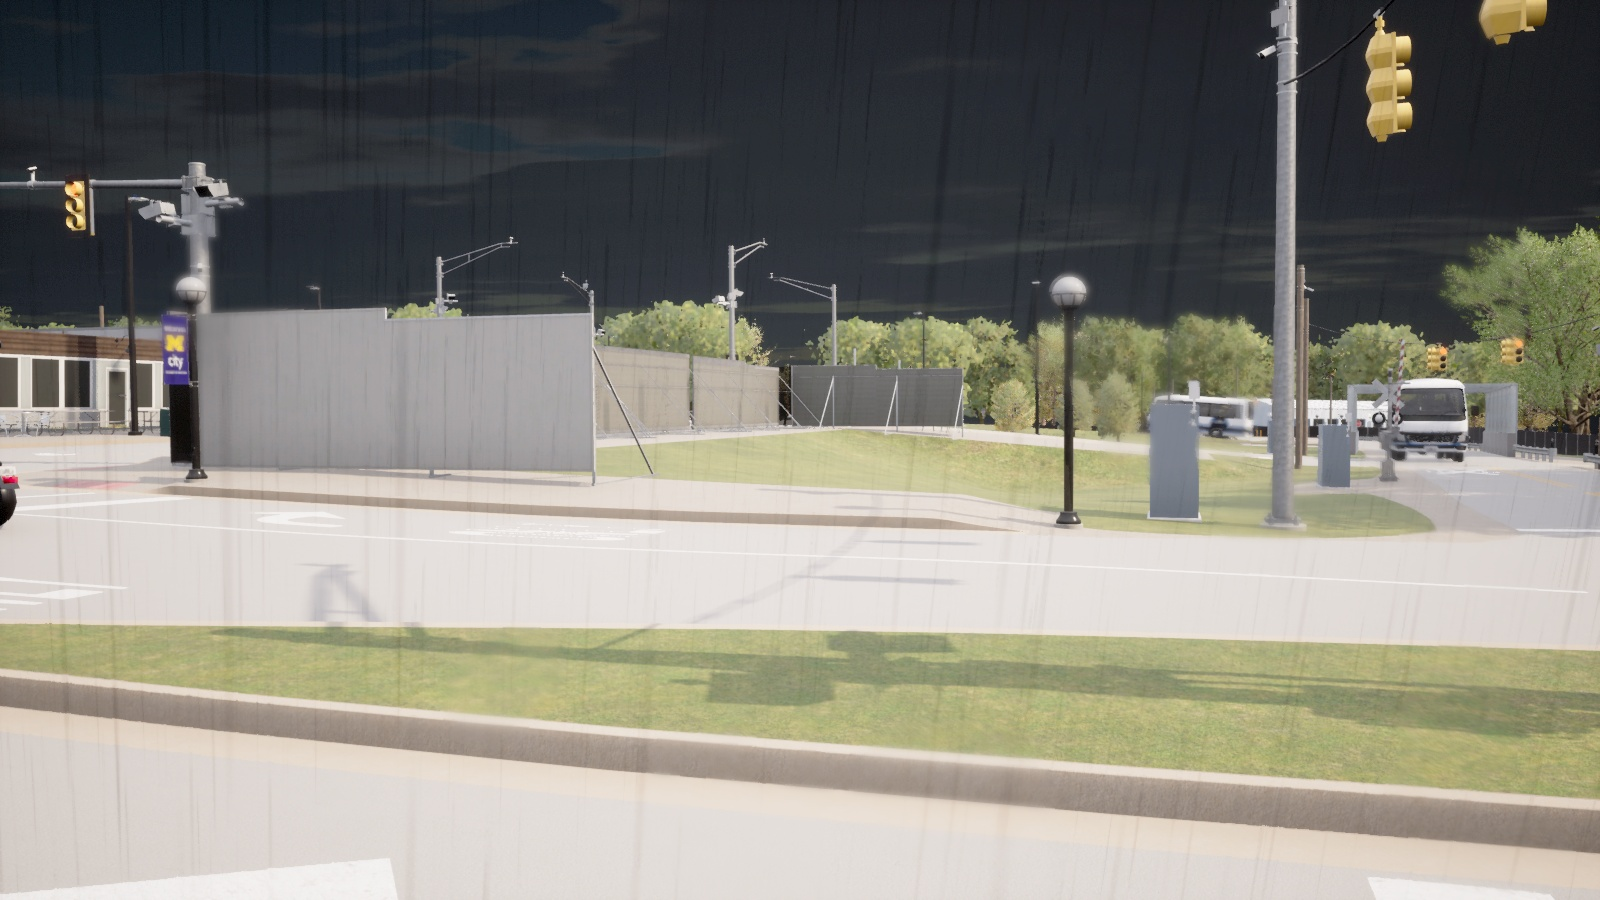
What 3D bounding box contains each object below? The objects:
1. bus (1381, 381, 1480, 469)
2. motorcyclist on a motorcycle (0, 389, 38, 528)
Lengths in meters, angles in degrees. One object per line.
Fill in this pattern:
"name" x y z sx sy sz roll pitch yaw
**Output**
"bus" 32.819 -1.300 65.797 3.944 4.253 10.273 1 1 23
"motorcyclist on a motorcycle" -10.608 0.053 15.368 2.350 1.649 0.766 2 2 15
